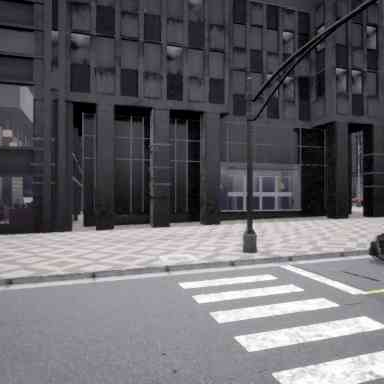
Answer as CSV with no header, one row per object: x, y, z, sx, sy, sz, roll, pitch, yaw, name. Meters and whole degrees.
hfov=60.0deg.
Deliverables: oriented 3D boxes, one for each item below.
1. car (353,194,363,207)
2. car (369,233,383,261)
21.855,1.044,40.272,2.097,1.767,4.553,0,-1,-17,car
7.500,1.436,9.942,4.181,1.385,1.994,-1,0,-17,car
